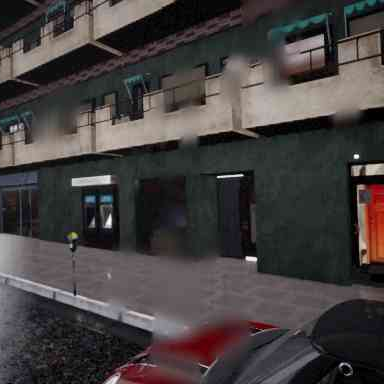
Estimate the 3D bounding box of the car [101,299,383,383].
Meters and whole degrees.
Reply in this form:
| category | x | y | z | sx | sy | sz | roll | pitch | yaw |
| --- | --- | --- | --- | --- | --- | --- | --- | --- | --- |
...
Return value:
| category | x | y | z | sx | sy | sz | roll | pitch | yaw |
| --- | --- | --- | --- | --- | --- | --- | --- | --- | --- |
| car | 1.125 | 1.441 | 1.953 | 4.097 | 1.590 | 1.967 | 0 | -2 | 36 |
